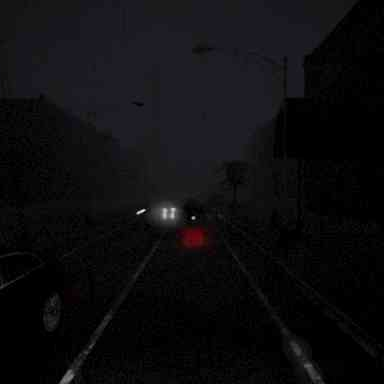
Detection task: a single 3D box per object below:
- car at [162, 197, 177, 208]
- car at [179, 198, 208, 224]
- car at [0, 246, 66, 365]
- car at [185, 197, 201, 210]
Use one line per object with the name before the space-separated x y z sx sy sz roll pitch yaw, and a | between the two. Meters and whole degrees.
car | -3.085 1.383 46.092 2.128 1.511 4.902 0 0 0
car | 0.099 1.482 24.798 1.837 1.490 4.892 0 0 0
car | -3.100 1.493 3.868 2.128 1.511 4.902 0 0 0
car | 0.099 1.428 41.927 1.994 1.385 4.181 0 2 0
